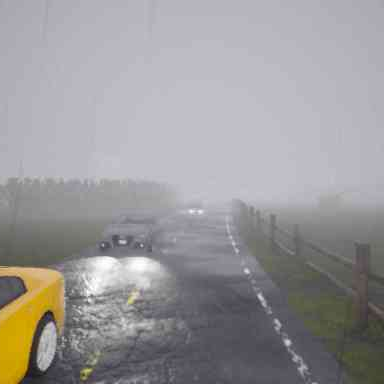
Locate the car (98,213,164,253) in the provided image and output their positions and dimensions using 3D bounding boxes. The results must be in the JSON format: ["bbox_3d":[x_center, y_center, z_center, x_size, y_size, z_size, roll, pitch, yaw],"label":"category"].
[{"bbox_3d":[-2.357,1.597,13.868,1.994,1.385,4.181,0,0,4],"label":"car"}]

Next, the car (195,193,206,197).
[{"bbox_3d":[2.898,1.649,90.454,1.837,1.490,4.892,0,0,-8],"label":"car"}]

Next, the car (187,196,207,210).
[{"bbox_3d":[0.561,1.691,45.423,1.994,1.385,4.181,0,0,6],"label":"car"}]

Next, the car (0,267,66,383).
[{"bbox_3d":[-2.753,1.481,2.724,1.882,1.535,5.008,0,0,1],"label":"car"}]
